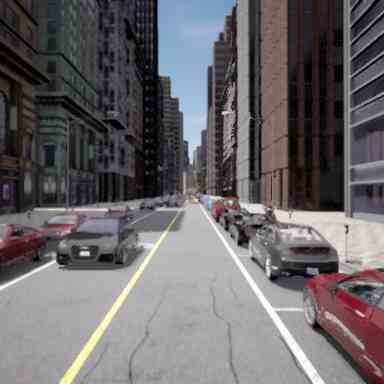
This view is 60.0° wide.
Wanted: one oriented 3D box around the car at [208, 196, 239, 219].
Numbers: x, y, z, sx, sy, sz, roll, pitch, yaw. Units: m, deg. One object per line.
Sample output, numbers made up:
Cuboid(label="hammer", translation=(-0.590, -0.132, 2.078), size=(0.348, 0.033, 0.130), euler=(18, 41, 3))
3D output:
Cuboid(label="car", translation=(2.760, 1.401, 26.722), size=(2.192, 1.841, 5.009), euler=(0, 0, 0))

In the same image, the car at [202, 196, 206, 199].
Cuboid(label="car", translation=(2.754, 1.690, 49.438), size=(1.752, 1.417, 4.829), euler=(0, 0, 0))

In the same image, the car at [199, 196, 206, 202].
Cuboid(label="car", translation=(2.745, 1.859, 88.724), size=(1.887, 1.381, 4.507), euler=(0, 0, 0))

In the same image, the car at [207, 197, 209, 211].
Cuboid(label="car", translation=(2.759, 1.545, 32.359), size=(1.967, 1.590, 4.097), euler=(0, 0, 0))

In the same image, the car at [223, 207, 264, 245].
Cuboid(label="car", translation=(2.762, 1.614, 15.448), size=(1.947, 1.339, 4.313), euler=(0, 0, 0))

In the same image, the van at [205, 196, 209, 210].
Cuboid(label="van", translation=(2.758, 1.465, 37.996), size=(1.690, 1.788, 3.998), euler=(0, 0, 0))

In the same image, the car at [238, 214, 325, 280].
Cuboid(label="car", translation=(2.763, 1.581, 9.812), size=(2.008, 1.369, 4.403), euler=(0, 0, 0))

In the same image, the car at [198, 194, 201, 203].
Cuboid(label="car", translation=(2.751, 1.668, 66.178), size=(1.967, 1.590, 4.097), euler=(0, 0, 0))

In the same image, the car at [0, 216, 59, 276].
Cuboid(label="car", translation=(-5.762, 1.612, 9.804), size=(1.802, 1.307, 4.206), euler=(0, 0, 0))

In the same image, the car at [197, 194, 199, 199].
Cuboid(label="car", translation=(2.748, 1.711, 77.451), size=(1.967, 1.590, 4.097), euler=(0, 0, 0))

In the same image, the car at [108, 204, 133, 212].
Cuboid(label="car", translation=(-5.766, 1.668, 26.714), size=(1.802, 1.307, 4.206), euler=(0, 0, 0))

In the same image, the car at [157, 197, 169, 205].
Cuboid(label="car", translation=(-5.775, 1.794, 66.167), size=(1.947, 1.339, 4.313), euler=(0, 0, 0))

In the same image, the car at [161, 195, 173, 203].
Cuboid(label="car", translation=(-5.776, 1.586, 77.441), size=(2.192, 1.841, 5.009), euler=(0, 0, 0))

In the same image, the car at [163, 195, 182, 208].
Cuboid(label="car", translation=(-3.087, 1.682, 52.817), size=(1.837, 1.490, 4.892), euler=(0, 0, 0))

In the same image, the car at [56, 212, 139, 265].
Cuboid(label="car", translation=(-3.103, 1.600, 11.631), size=(1.994, 1.385, 4.181), euler=(0, 0, 0))

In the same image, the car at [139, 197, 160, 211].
Cuboid(label="car", translation=(-5.769, 1.710, 43.623), size=(1.947, 1.339, 4.313), euler=(0, 0, 0))

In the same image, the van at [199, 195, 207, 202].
Cuboid(label="van", translation=(2.747, 1.634, 83.089), size=(1.690, 1.788, 3.998), euler=(0, 0, 0))

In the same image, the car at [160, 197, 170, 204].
Cuboid(label="car", translation=(-5.776, 1.794, 71.803), size=(1.887, 1.381, 4.507), euler=(0, 0, 0))

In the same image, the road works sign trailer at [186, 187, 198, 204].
Cuboid(label="road works sign trailer", translation=(0.000, 0.705, 69.544), size=(2.380, 3.560, 2.880), euler=(0, 0, 0))

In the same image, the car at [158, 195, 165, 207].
Cuboid(label="car", translation=(-5.772, 1.625, 54.896), size=(1.967, 1.590, 4.097), euler=(0, 0, 0))

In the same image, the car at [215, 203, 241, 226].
Cuboid(label="car", translation=(2.761, 1.633, 21.085), size=(1.947, 1.339, 4.313), euler=(0, 0, 0))

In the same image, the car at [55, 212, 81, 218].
Cuboid(label="car", translation=(-5.763, 1.630, 15.441), size=(1.802, 1.307, 4.206), euler=(0, 0, 0))

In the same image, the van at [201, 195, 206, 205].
Cuboid(label="van", translation=(2.754, 1.526, 54.905), size=(1.690, 1.788, 3.998), euler=(0, 0, 0))

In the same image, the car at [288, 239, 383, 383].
Cuboid(label="car", translation=(2.765, 1.595, 4.175), size=(1.802, 1.307, 4.206), euler=(0, 0, 0))

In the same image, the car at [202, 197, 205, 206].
Cuboid(label="car", translation=(2.756, 1.695, 43.632), size=(2.008, 1.369, 4.403), euler=(0, 0, 0))
